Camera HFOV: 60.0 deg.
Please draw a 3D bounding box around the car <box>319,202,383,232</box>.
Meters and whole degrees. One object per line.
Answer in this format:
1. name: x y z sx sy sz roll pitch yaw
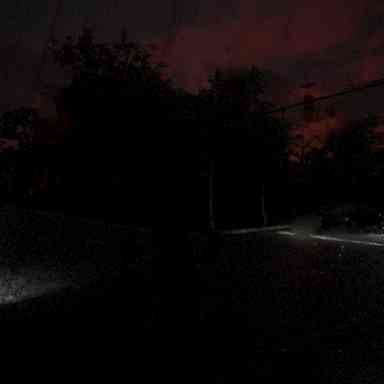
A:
1. car: 9.372 1.358 19.259 5.008 1.535 1.882 0 0 -35
